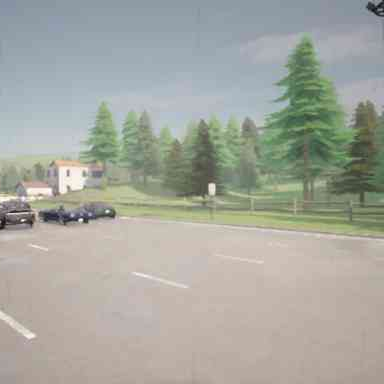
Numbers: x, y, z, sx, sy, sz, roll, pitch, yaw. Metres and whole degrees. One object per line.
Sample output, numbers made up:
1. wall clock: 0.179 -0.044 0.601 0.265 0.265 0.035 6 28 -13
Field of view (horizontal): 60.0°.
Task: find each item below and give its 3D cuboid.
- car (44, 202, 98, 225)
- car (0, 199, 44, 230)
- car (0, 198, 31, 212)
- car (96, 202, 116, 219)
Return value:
1. car: -8.851 1.534 23.111 4.718 1.301 1.895 0 0 43
2. car: -11.517 1.441 20.812 4.902 1.511 2.128 0 0 43
3. car: -20.706 1.469 38.877 4.181 1.385 1.994 0 0 43
4. car: -8.018 1.479 27.112 4.181 1.385 1.994 0 0 43
